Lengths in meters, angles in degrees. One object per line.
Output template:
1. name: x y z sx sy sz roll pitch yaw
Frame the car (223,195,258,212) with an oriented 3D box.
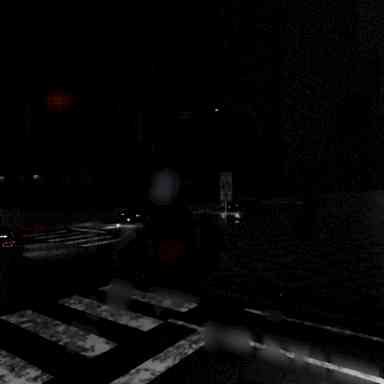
1. car: 4.786 1.070 32.421 1.837 1.490 4.892 0 3 36

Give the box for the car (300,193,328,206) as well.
1. car: 15.815 0.869 42.358 1.882 1.535 5.008 0 1 36

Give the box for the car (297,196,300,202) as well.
1. car: 17.249 0.852 49.713 1.994 1.385 4.181 0 1 36

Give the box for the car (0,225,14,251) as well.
1. car: -8.605 1.422 10.897 4.892 1.490 1.837 0 3 -29

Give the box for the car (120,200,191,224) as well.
1. car: -2.259 1.281 22.504 2.033 1.411 5.357 0 1 38
